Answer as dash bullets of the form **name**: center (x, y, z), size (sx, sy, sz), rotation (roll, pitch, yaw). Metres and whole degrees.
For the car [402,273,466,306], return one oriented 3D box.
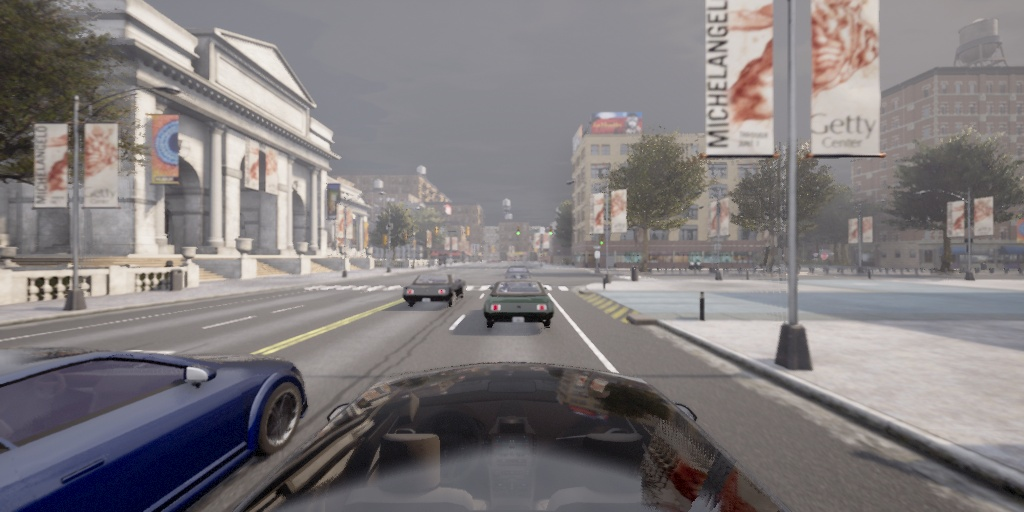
- **car**: center (-3.233, 1.407, 15.915), size (1.895, 1.301, 4.718), rotation (0, 0, 1)

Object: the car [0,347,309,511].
- **car**: center (-3.332, 1.315, 2.438), size (1.994, 1.385, 4.181), rotation (0, 0, -1)

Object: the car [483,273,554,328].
- **car**: center (0.204, 1.391, 11.613), size (1.895, 1.301, 4.718), rotation (0, 0, 1)

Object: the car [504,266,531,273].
- **car**: center (0.418, 1.395, 25.653), size (2.033, 1.411, 5.357), rotation (0, 0, 1)
